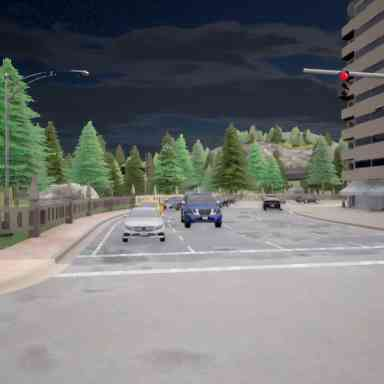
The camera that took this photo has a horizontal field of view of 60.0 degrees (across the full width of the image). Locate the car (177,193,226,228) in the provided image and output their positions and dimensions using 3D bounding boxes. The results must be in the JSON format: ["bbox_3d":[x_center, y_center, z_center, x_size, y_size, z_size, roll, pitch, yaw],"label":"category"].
[{"bbox_3d":[0.469,1.119,21.643,2.150,2.045,5.566,0,0,-6],"label":"car"}]

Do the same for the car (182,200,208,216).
[{"bbox_3d":[0.374,1.465,31.639,1.895,1.301,4.718,0,0,7],"label":"car"}]

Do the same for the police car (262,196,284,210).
[{"bbox_3d":[9.371,1.269,39.376,1.930,1.638,5.238,0,0,9],"label":"police car"}]

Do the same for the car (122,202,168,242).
[{"bbox_3d":[-2.288,1.441,16.024,1.812,1.442,4.674,0,0,-7],"label":"car"}]

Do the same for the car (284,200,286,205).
[{"bbox_3d":[12.937,1.370,51.405,1.994,1.385,4.181,0,0,41],"label":"car"}]

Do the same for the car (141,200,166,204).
[{"bbox_3d":[-3.209,1.361,25.289,1.882,1.535,5.008,0,0,-2],"label":"car"}]

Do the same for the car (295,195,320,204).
[{"bbox_3d":[20.239,1.279,58.194,4.902,1.511,2.128,0,0,-31],"label":"car"}]

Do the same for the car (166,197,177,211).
[{"bbox_3d":[-1.947,1.334,38.128,2.128,1.511,4.902,0,0,15],"label":"car"}]

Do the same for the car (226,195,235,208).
[{"bbox_3d":[3.485,1.318,43.211,2.128,1.511,4.902,0,0,24],"label":"car"}]
